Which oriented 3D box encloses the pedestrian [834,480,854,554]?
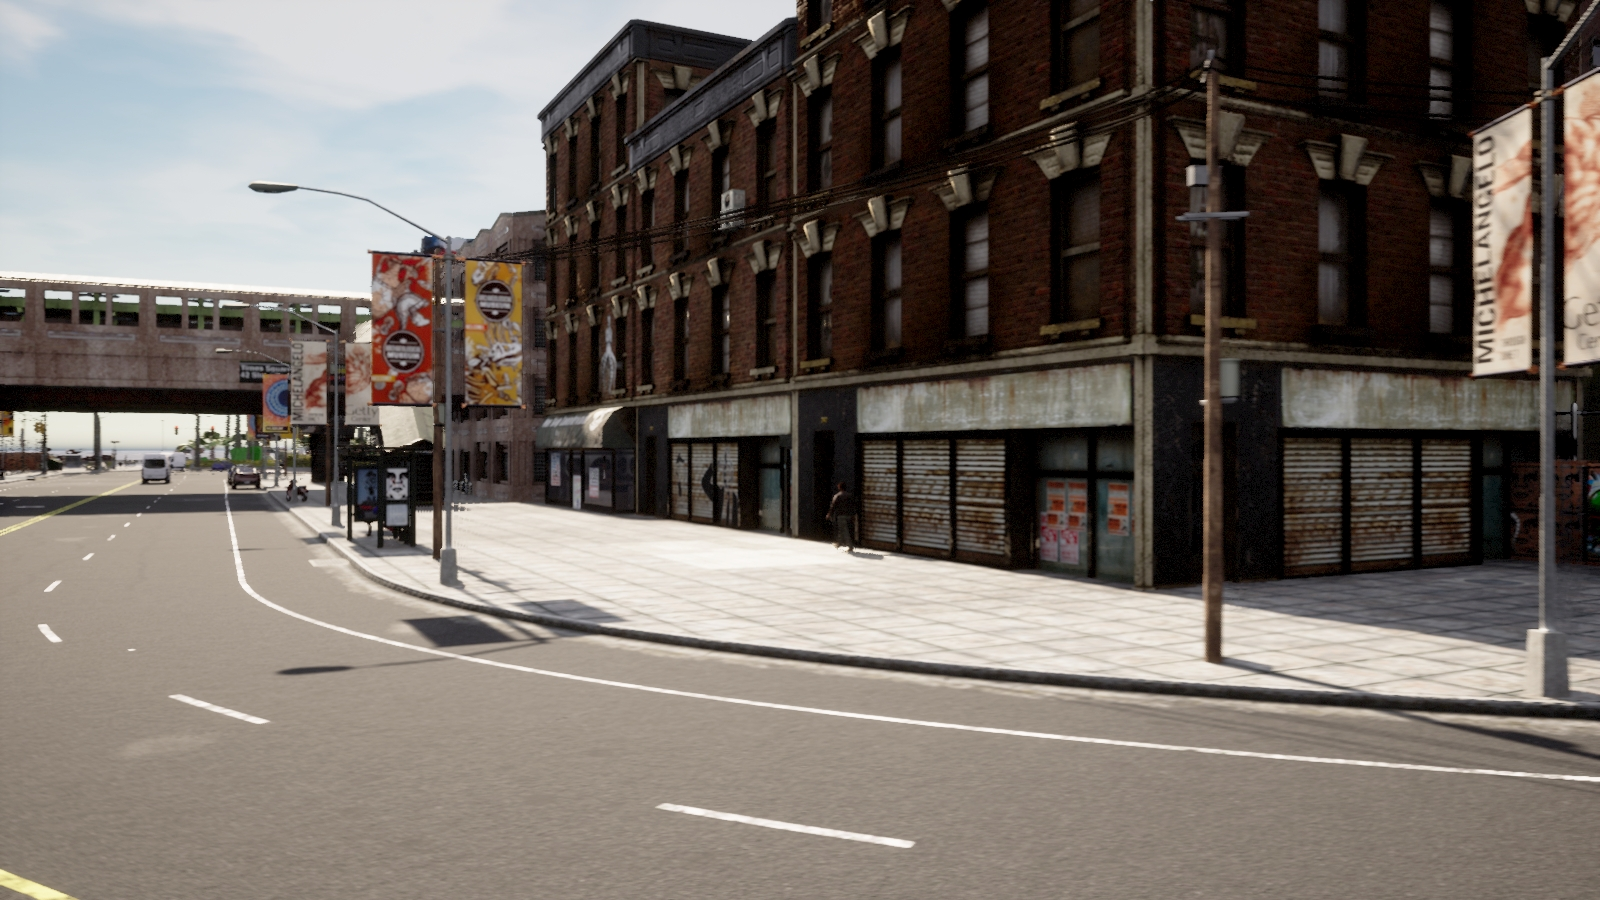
[{"bbox_3d":[1.134,1.712,29.361,0.375,1.860,0.375,0,0,-31],"label":"pedestrian"}]
